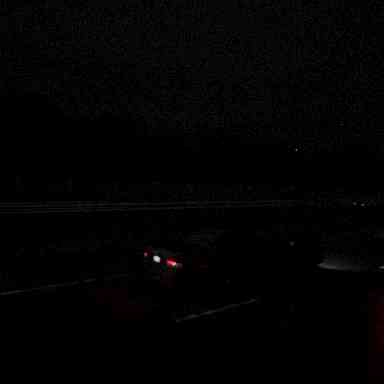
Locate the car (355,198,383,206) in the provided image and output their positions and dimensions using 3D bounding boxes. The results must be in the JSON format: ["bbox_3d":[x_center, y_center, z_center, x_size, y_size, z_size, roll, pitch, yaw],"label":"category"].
[{"bbox_3d":[22.577,1.595,40.702,4.553,1.767,2.097,0,0,-33],"label":"car"}]

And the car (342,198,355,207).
[{"bbox_3d":[22.193,1.609,44.625,4.553,1.767,2.097,0,0,-33],"label":"car"}]

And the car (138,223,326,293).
[{"bbox_3d":[1.272,1.572,8.947,5.357,1.411,2.033,0,0,-34],"label":"car"}]
